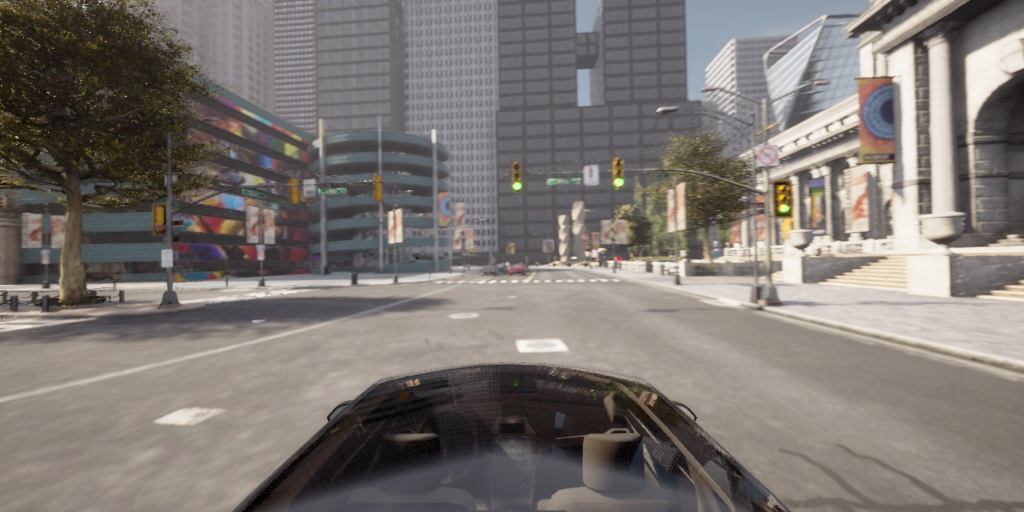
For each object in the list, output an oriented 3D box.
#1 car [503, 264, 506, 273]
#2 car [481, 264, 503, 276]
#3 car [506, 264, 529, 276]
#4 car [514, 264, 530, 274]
[{"bbox_3d":[-1.787,1.963,56.052,2.033,1.411,5.357,-1,-1,6],"label":"car"},{"bbox_3d":[-2.744,1.824,46.356,1.837,1.490,4.892,-1,-1,5],"label":"car"},{"bbox_3d":[0.741,1.733,46.054,1.882,1.535,5.008,-1,-1,5],"label":"car"},{"bbox_3d":[1.576,1.909,54.964,1.994,1.385,4.181,-1,-1,6],"label":"car"}]
